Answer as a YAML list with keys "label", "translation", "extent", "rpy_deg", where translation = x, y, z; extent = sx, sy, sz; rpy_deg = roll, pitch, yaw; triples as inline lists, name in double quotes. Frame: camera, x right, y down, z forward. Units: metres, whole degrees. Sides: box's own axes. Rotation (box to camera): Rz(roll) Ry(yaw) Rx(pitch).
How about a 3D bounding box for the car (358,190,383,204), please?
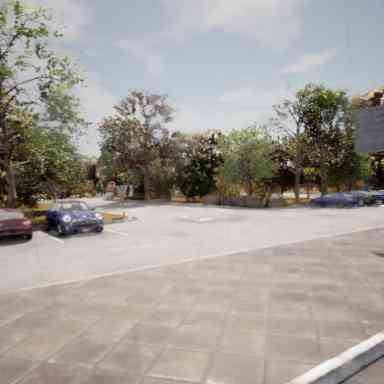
- label: "car"
  translation: [21.483, 0.512, 37.423]
  extent: [2.002, 1.452, 4.674]
  rpy_deg: [-2, 1, -35]

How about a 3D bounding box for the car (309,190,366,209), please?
- label: "car"
  translation: [13.532, 0.775, 31.877]
  extent: [2.002, 1.452, 4.674]
  rpy_deg: [-2, 1, -35]

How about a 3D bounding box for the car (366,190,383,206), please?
- label: "car"
  translation: [16.219, 0.647, 33.747]
  extent: [2.231, 1.521, 4.892]
  rpy_deg: [-2, 1, -35]

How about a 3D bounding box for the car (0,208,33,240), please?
- label: "car"
  translation: [-8.997, 1.522, 16.114]
  extent: [2.002, 1.452, 4.674]
  rpy_deg: [-2, 1, -35]

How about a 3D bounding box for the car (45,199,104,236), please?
- label: "car"
  translation: [-6.444, 1.269, 17.985]
  extent: [2.185, 1.767, 4.553]
  rpy_deg: [-2, 1, -35]
